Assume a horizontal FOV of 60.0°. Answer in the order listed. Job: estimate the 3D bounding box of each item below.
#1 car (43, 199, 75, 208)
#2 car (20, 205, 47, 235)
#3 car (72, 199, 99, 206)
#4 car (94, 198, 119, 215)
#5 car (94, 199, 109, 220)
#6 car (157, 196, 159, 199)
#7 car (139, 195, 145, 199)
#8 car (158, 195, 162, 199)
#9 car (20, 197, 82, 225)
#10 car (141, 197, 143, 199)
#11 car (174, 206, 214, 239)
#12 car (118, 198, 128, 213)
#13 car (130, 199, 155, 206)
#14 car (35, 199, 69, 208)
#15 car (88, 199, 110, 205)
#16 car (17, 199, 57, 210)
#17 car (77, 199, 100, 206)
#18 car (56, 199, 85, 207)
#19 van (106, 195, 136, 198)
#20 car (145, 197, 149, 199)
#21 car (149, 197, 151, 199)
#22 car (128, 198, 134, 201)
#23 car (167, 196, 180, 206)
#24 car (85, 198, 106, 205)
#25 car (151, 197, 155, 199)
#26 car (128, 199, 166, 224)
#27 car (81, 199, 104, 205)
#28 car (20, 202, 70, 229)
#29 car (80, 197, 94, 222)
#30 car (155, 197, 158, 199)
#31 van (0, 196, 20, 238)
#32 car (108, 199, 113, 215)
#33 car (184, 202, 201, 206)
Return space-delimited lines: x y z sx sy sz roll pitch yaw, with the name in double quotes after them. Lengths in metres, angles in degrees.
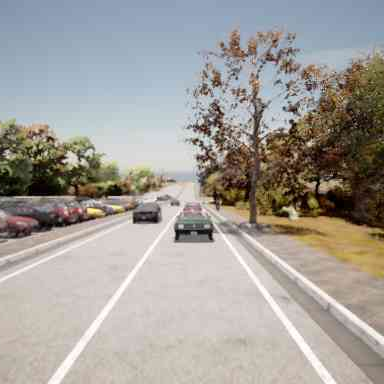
-23.401 2.014 58.550 4.792 1.488 2.163 0 -1 0 "car"
-10.315 1.537 16.988 4.674 1.452 2.002 0 -1 0 "car"
-23.180 2.253 72.521 5.366 1.575 1.946 0 -1 0 "car"
-10.311 1.685 33.645 4.892 1.521 2.231 0 -1 0 "car"
-10.121 1.619 28.093 5.366 1.575 1.946 0 -1 0 "car"
-10.471 2.253 72.497 5.366 1.575 1.946 0 -1 0 "car"
-10.326 1.780 53.076 4.553 1.767 2.185 0 -1 0 "car"
-10.313 2.060 75.277 5.566 2.045 2.435 0 -1 0 "car"
-10.278 1.433 22.542 4.553 1.767 2.185 0 -1 0 "car"
-10.326 1.902 50.301 4.792 1.488 2.163 0 -1 0 "car"
0.090 1.638 17.642 1.895 1.301 4.718 0 0 0 "car"
-10.118 1.713 36.421 5.366 1.575 1.946 0 -1 0 "car"
-10.293 2.201 69.721 4.892 1.521 2.231 0 -1 0 "car"
-23.403 1.973 55.911 4.792 1.488 2.163 0 -1 0 "car"
-23.355 2.474 83.477 5.008 1.535 2.097 0 -1 0 "car"
-23.381 1.872 50.374 5.008 1.535 2.097 0 -1 0 "car"
-23.361 2.351 75.290 4.674 1.452 2.002 0 -1 0 "car"
-23.341 2.119 64.214 4.792 1.488 2.163 0 -1 0 "car"
-10.414 1.615 47.528 4.442 1.987 1.878 0 -1 0 "van"
-10.288 1.944 55.854 4.892 1.521 2.231 0 -1 0 "car"
-10.478 1.984 58.621 5.366 1.575 1.946 0 -1 0 "car"
-10.271 1.808 41.973 4.792 1.488 2.163 0 -1 0 "car"
-3.396 2.096 67.176 1.882 1.535 5.008 0 -1 0 "car"
-23.393 2.293 80.708 4.553 1.767 2.185 0 -1 0 "car"
-10.106 2.031 61.273 5.366 1.575 1.946 0 -1 0 "car"
-3.367 1.575 25.757 1.882 1.535 5.008 0 -1 0 "car"
-23.334 2.396 78.060 4.792 1.488 2.163 0 -1 0 "car"
-10.305 1.528 19.765 5.008 1.535 2.097 0 -1 0 "car"
-10.277 1.465 25.318 4.553 1.767 2.185 0 -1 0 "car"
-10.103 2.142 66.945 5.366 1.575 1.946 0 -1 0 "car"
-10.197 1.239 14.215 4.442 1.987 1.878 0 -1 0 "van"
-10.299 1.654 30.869 4.892 1.521 2.231 0 -1 0 "car"
0.068 1.761 35.040 1.994 1.385 4.181 0 -1 0 "car"
